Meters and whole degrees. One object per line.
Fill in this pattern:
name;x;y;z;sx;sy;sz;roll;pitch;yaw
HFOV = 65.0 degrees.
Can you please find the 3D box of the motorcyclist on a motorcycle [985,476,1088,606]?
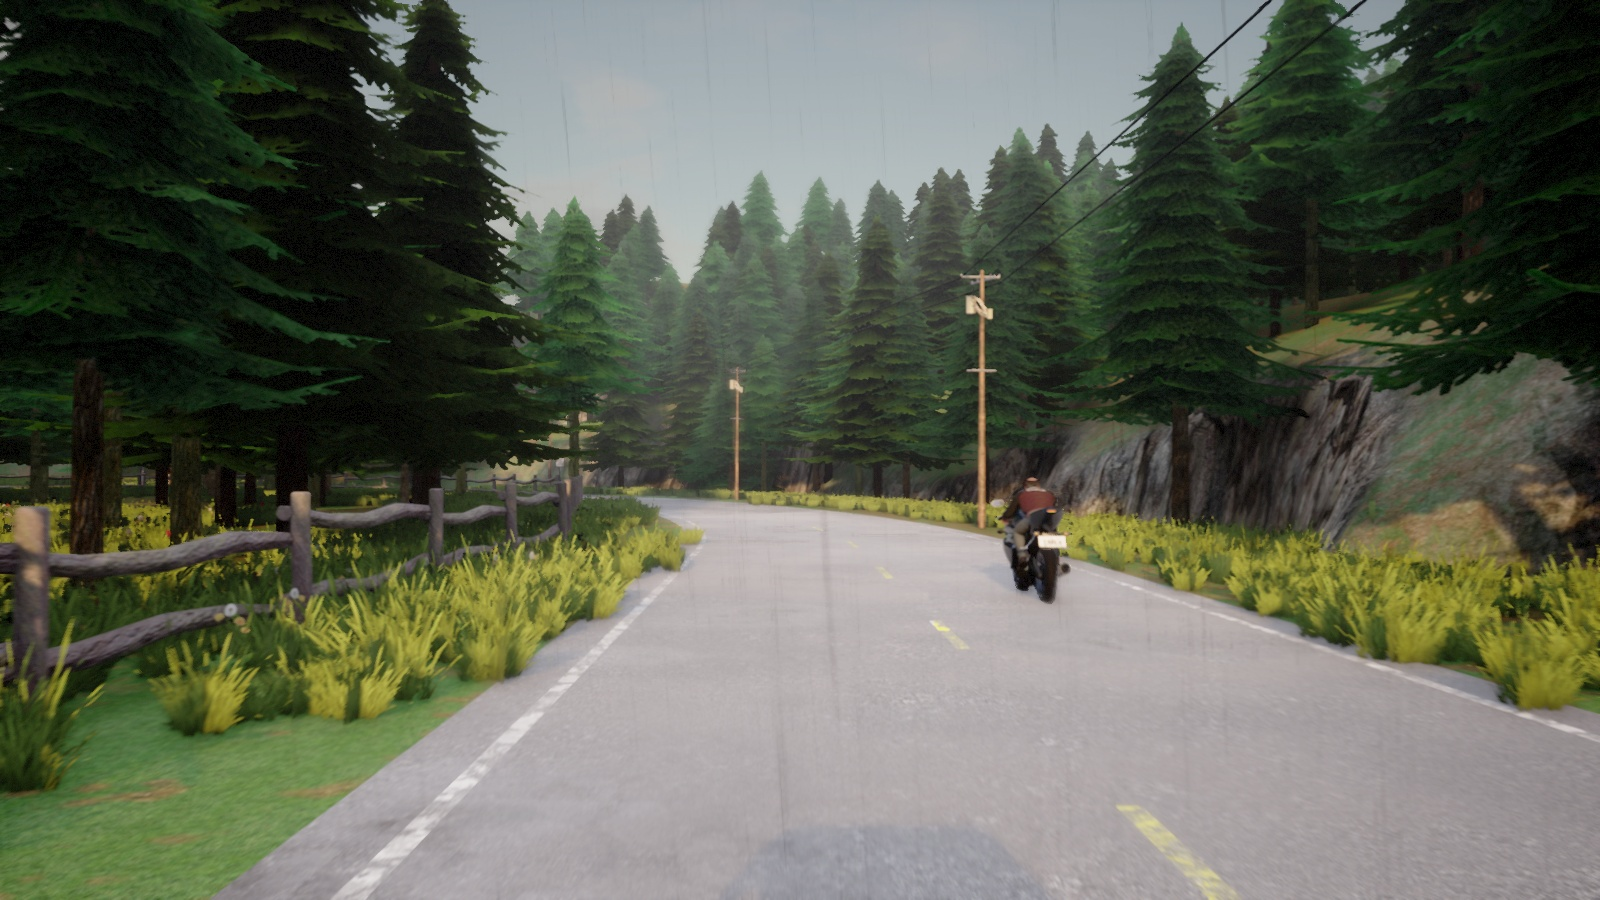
motorcyclist on a motorcycle;2.971;1.106;16.017;0.866;1.530;2.191;0;-1;-1
